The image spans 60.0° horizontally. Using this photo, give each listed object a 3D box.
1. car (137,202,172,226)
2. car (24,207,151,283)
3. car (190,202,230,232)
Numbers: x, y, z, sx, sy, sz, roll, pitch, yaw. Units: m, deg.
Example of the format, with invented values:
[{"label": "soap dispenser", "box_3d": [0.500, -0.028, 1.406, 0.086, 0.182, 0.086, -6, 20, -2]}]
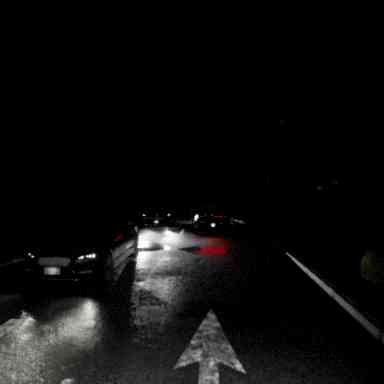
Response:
[{"label": "car", "box_3d": [-2.580, 1.355, 21.273, 1.895, 1.301, 4.718, 1, 1, -15]}, {"label": "car", "box_3d": [-2.783, 1.391, 9.462, 2.128, 1.511, 4.902, 1, 0, 4]}, {"label": "car", "box_3d": [1.023, 1.361, 18.931, 1.837, 1.490, 4.892, 1, 1, -1]}]
